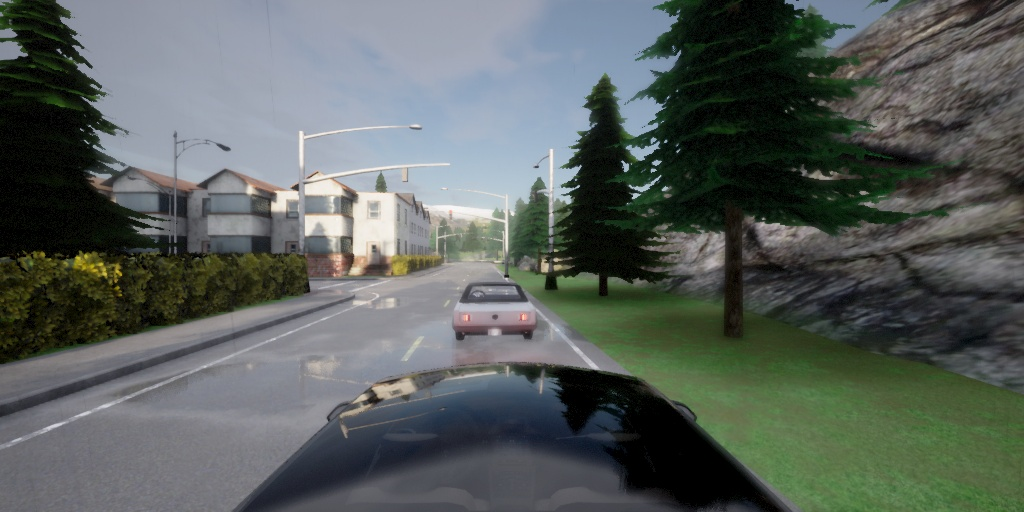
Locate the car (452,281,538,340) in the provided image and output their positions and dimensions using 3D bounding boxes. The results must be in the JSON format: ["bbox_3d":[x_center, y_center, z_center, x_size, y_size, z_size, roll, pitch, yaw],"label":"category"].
[{"bbox_3d":[-0.520,1.351,9.930,1.895,1.301,4.718,0,0,-4],"label":"car"}]
